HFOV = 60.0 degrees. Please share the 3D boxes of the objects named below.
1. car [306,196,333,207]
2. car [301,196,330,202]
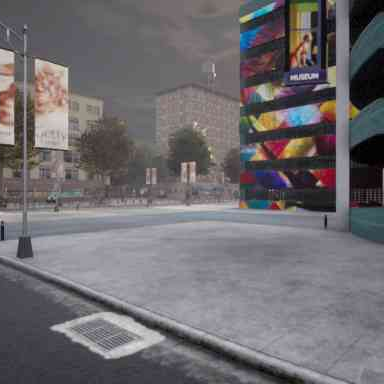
[{"bbox_3d":[19.579,1.413,51.052,2.161,1.482,4.786,0,0,43],"label":"car"},{"bbox_3d":[14.255,1.320,39.330,2.002,1.452,4.674,0,0,43],"label":"car"}]
